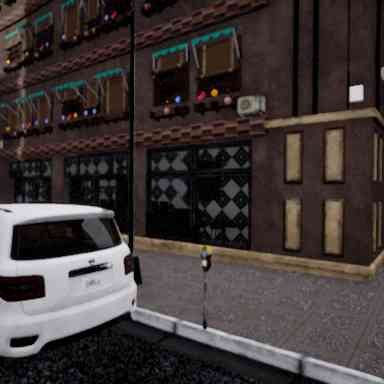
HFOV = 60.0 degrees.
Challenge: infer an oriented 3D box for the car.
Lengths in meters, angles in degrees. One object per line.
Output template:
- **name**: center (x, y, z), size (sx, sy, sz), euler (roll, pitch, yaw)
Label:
- **car**: center (-3.424, 1.208, 5.762), size (5.566, 2.045, 2.150), euler (0, 0, 36)
